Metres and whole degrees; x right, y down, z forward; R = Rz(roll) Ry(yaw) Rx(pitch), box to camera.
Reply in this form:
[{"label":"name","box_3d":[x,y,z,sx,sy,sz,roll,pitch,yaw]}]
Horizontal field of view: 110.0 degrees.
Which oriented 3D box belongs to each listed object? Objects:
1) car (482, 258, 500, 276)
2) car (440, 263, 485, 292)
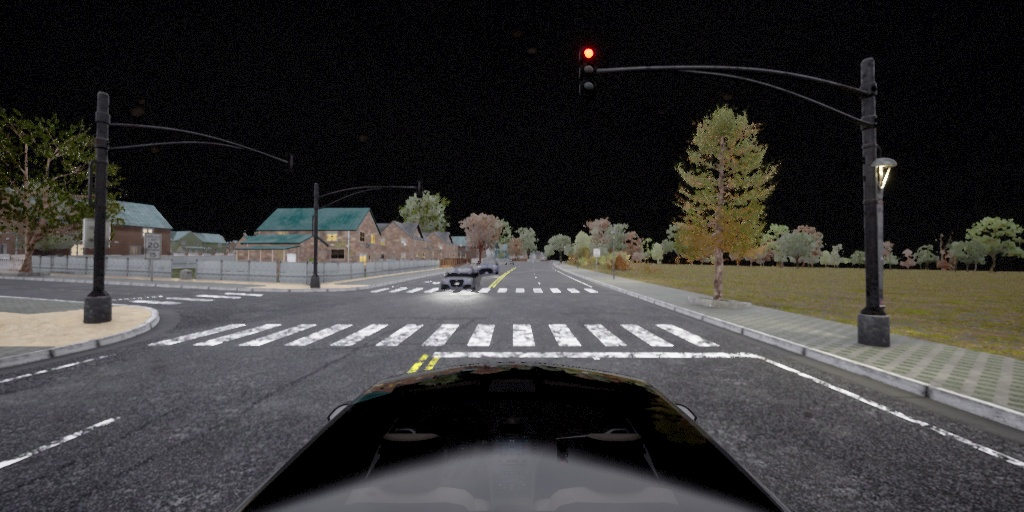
[{"label":"car","box_3d":[-2.438,1.137,38.203,2.097,1.767,4.553,0,0,2]},{"label":"car","box_3d":[-2.983,1.337,21.624,1.994,1.385,4.181,0,0,1]}]
